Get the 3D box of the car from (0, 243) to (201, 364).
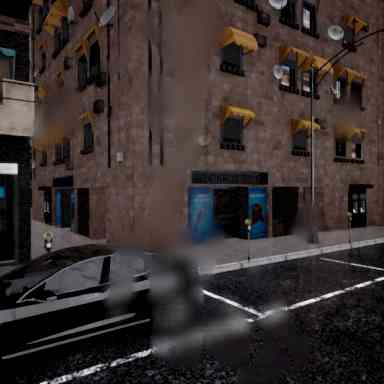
[{"bbox_3d":[-1.837,1.566,5.256,4.313,1.339,1.947,0,0,-36],"label":"car"}]
